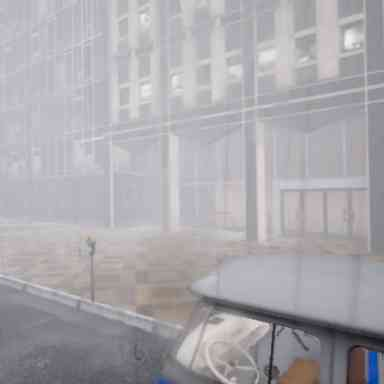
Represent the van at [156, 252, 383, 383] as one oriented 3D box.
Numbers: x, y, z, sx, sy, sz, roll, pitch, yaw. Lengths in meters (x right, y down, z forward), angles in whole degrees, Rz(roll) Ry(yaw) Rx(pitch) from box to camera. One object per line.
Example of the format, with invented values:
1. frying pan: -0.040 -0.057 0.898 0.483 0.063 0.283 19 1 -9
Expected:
1. van: 1.586 1.339 1.605 3.998 1.788 1.690 0 -1 36
